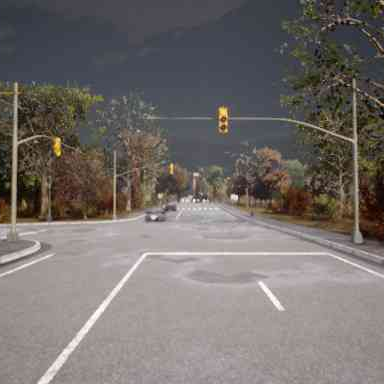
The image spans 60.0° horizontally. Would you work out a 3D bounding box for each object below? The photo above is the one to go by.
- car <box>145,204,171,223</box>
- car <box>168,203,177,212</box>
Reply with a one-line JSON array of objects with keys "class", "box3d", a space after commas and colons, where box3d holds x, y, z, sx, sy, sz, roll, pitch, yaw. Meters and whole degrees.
[{"class": "car", "box3d": [-3.587, 2.254, 33.516, 2.128, 1.511, 4.902, -1, -1, 0]}, {"class": "car", "box3d": [-3.561, 2.576, 57.492, 2.033, 1.411, 5.357, 0, 0, 0]}]
